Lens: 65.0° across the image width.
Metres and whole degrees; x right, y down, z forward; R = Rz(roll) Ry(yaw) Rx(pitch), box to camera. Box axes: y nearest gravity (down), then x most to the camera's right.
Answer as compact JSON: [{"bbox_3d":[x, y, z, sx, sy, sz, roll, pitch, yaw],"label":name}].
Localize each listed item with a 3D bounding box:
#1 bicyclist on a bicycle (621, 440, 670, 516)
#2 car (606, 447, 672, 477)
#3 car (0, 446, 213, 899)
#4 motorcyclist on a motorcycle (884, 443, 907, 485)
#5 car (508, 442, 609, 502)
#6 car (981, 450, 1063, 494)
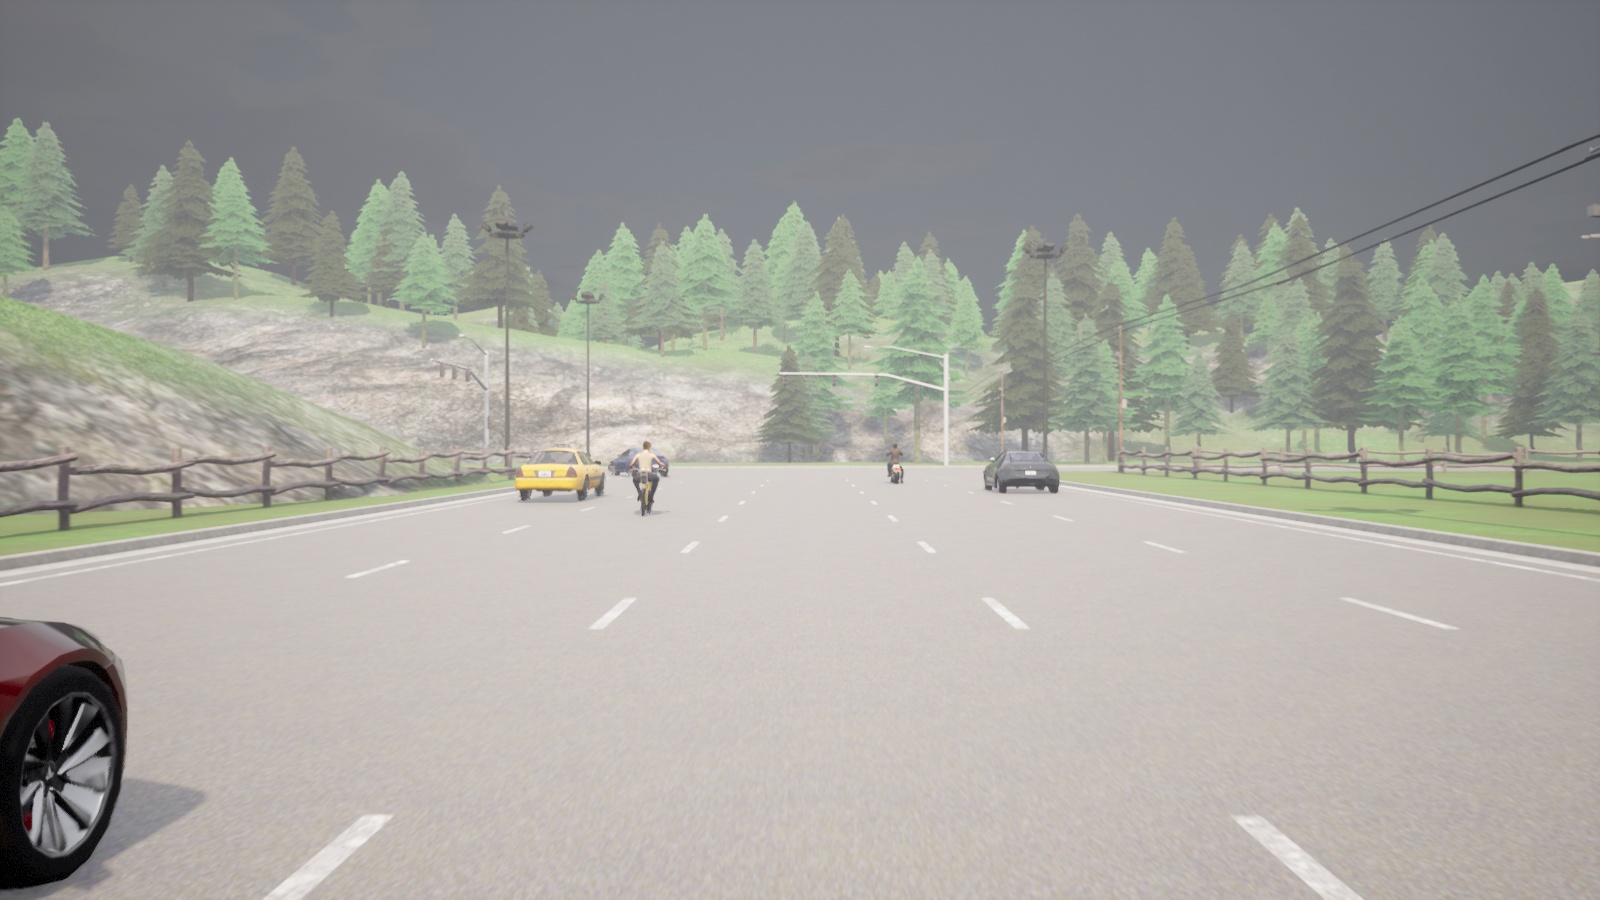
[{"bbox_3d":[-3.333,0.594,27.278,0.866,1.612,1.509,0,0,1],"label":"bicyclist on a bicycle"},{"bbox_3d":[-8.032,0.567,62.237,1.812,1.442,4.674,1,0,-27],"label":"car"},{"bbox_3d":[-3.469,0.735,2.685,2.163,1.488,4.792,0,0,0],"label":"car"},{"bbox_3d":[3.804,0.540,50.291,0.766,1.649,2.350,0,0,0],"label":"motorcyclist on a motorcycle"},{"bbox_3d":[-6.780,0.566,35.781,1.801,1.575,5.366,0,0,0],"label":"car"},{"bbox_3d":[7.253,0.684,41.394,1.994,1.385,4.181,0,0,0],"label":"car"}]
